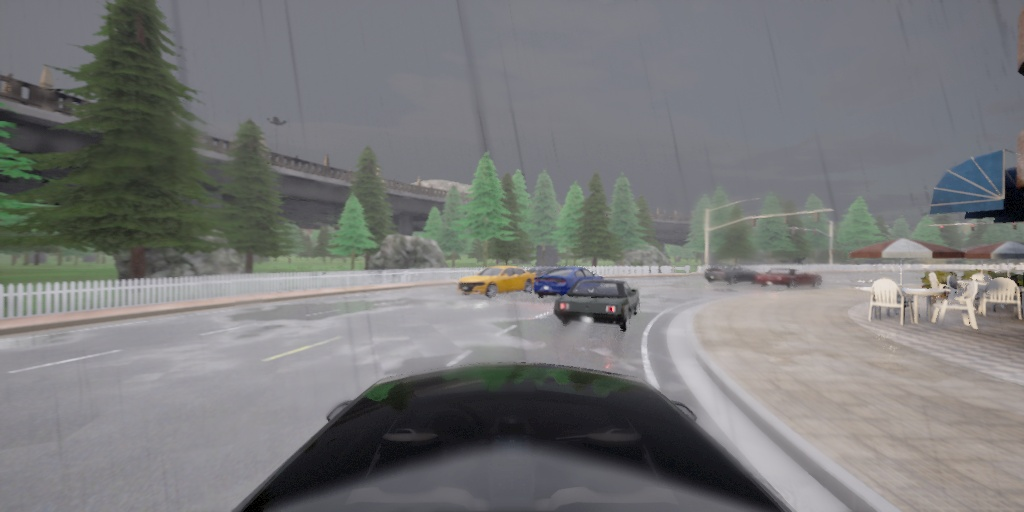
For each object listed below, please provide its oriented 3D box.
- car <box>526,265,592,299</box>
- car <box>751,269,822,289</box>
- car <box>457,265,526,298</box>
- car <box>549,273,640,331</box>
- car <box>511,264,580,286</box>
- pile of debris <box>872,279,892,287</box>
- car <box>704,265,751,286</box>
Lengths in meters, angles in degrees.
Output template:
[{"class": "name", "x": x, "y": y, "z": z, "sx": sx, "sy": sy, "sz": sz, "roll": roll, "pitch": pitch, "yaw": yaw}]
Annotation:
[{"class": "car", "x": 3.033, "y": 1.285, "z": 17.870, "sx": 1.882, "sy": 1.535, "sz": 5.008, "roll": 0, "pitch": -1, "yaw": 38}, {"class": "car", "x": 19.080, "y": 1.529, "z": 24.660, "sx": 4.718, "sy": 1.301, "sz": 1.895, "roll": 0, "pitch": 0, "yaw": -25}, {"class": "car", "x": -0.676, "y": 1.264, "z": 18.981, "sx": 1.882, "sy": 1.535, "sz": 5.008, "roll": 0, "pitch": 0, "yaw": 38}, {"class": "car", "x": 2.913, "y": 1.393, "z": 11.406, "sx": 1.895, "sy": 1.301, "sz": 4.718, "roll": 0, "pitch": 0, "yaw": 25}, {"class": "car", "x": 2.648, "y": 1.375, "z": 27.467, "sx": 5.357, "sy": 1.411, "sz": 2.033, "roll": 1, "pitch": 0, "yaw": -38}, {"class": "pile of debris", "x": 29.862, "y": 2.186, "z": 29.755, "sx": 1.860, "sy": 0.140, "sz": 1.500, "roll": 0, "pitch": 0, "yaw": -25}, {"class": "car", "x": 16.911, "y": 1.412, "z": 27.407, "sx": 4.902, "sy": 1.511, "sz": 2.128, "roll": 0, "pitch": 0, "yaw": -26}]
